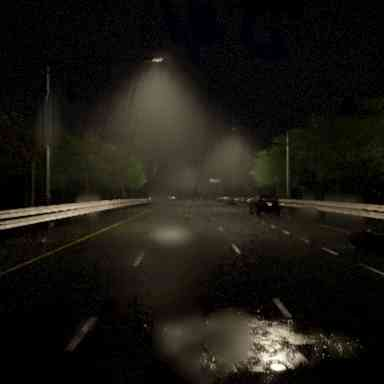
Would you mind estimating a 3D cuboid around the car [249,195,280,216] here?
[{"bbox_3d":[7.032,1.260,32.608,2.150,2.045,5.566,0,0,0],"label":"car"}]

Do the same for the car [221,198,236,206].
[{"bbox_3d":[7.162,1.820,62.915,2.033,1.411,5.357,0,-1,0],"label":"car"}]

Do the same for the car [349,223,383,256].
[{"bbox_3d":[7.018,1.554,10.460,2.033,1.411,5.357,0,0,0],"label":"car"}]

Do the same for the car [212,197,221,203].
[{"bbox_3d":[7.366,2.171,90.062,2.033,1.411,5.357,0,-1,1],"label":"car"}]
